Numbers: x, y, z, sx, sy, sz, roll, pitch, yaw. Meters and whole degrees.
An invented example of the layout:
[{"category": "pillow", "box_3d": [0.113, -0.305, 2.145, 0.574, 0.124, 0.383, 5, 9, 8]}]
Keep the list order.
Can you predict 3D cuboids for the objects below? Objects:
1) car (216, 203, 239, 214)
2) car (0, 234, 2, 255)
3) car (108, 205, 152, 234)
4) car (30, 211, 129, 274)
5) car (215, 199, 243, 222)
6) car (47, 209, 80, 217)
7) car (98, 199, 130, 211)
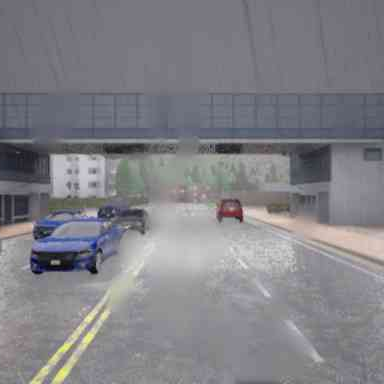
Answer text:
[{"category": "car", "box_3d": [4.814, 2.170, 44.561, 1.994, 1.385, 4.181, 0, -1, 24]}, {"category": "car", "box_3d": [-7.142, 1.614, 8.809, 1.882, 1.535, 5.008, 0, -1, 0]}, {"category": "car", "box_3d": [-3.702, 1.807, 21.320, 1.837, 1.490, 4.892, 0, -1, 0]}, {"category": "car", "box_3d": [-3.656, 1.643, 11.376, 1.882, 1.535, 5.008, 0, -1, 0]}, {"category": "car", "box_3d": [3.394, 1.635, 30.595, 2.150, 2.045, 5.566, 0, -1, 1]}, {"category": "car", "box_3d": [-7.191, 1.753, 18.912, 1.882, 1.535, 5.008, 0, -1, 0]}, {"category": "car", "box_3d": [-7.201, 1.669, 31.382, 2.150, 2.045, 5.566, 0, -1, 0]}]
